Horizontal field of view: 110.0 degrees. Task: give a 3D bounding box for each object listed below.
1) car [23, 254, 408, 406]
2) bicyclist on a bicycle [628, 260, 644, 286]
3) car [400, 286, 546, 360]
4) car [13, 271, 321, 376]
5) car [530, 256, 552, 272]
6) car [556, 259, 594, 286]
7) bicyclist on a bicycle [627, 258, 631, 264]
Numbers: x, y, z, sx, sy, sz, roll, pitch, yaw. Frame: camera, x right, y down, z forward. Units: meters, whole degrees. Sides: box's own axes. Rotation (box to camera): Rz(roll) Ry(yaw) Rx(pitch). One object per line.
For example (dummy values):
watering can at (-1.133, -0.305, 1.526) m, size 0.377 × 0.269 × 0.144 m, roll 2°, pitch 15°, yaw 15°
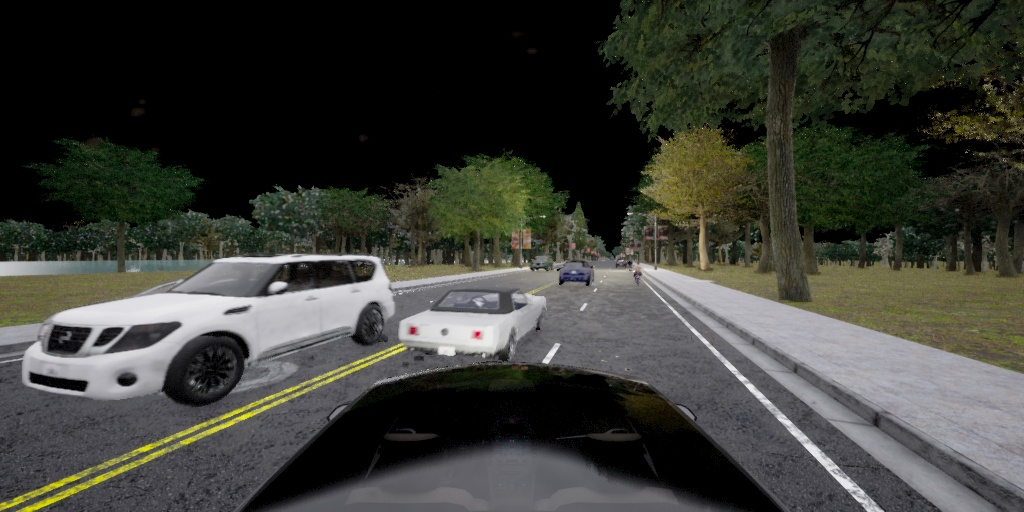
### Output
car at (-4.542, 0.971, 6.806) m, size 2.150 × 2.045 × 5.566 m, roll 0°, pitch 0°, yaw 17°
bicyclist on a bicycle at (8.474, 1.193, 24.173) m, size 0.866 × 1.612 × 1.509 m, roll 0°, pitch 0°, yaw 16°
car at (-0.491, 1.352, 8.323) m, size 1.895 × 1.301 × 4.718 m, roll 0°, pitch 0°, yaw 17°
car at (-7.399, 1.241, 8.596) m, size 2.128 × 1.511 × 4.902 m, roll 0°, pitch 0°, yaw 17°
car at (3.918, 0.981, 46.553) m, size 2.150 × 2.045 × 5.566 m, roll 0°, pitch 0°, yaw 17°
car at (4.748, 1.107, 25.897) m, size 2.097 × 1.767 × 4.553 m, roll 0°, pitch 0°, yaw 17°
bicyclist on a bicycle at (13.312, 1.131, 40.472) m, size 0.659 × 1.776 × 1.843 m, roll 0°, pitch 0°, yaw 17°
